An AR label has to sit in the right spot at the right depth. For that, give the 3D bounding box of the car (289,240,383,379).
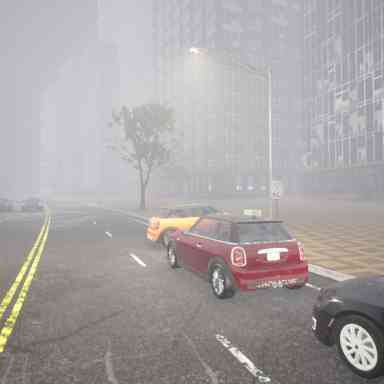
[{"bbox_3d":[3.619,1.505,3.368,1.837,1.490,4.892,0,0,-35],"label":"car"}]

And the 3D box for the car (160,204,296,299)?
[{"bbox_3d":[0.884,1.355,8.839,2.097,1.767,4.553,0,0,-22],"label":"car"}]

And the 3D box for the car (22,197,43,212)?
[{"bbox_3d":[-18.826,1.392,39.383,2.097,1.767,4.553,0,0,-24],"label":"car"}]

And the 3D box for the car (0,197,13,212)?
[{"bbox_3d":[-21.795,1.389,38.061,2.097,1.767,4.553,0,0,-24],"label":"car"}]

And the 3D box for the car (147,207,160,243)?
[{"bbox_3d":[0.384,1.276,14.425,4.553,1.767,2.097,-3,1,-18],"label":"car"}]
